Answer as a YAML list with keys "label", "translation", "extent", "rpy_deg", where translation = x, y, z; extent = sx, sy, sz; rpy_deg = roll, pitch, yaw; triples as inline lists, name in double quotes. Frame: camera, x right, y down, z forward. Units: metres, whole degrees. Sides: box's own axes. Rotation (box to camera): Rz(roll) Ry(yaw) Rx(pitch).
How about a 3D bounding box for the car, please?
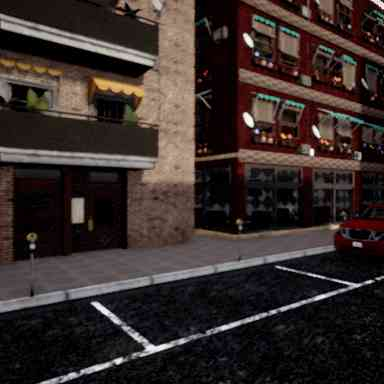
- label: "car"
  translation: [7.099, 1.279, 11.621]
  extent: [5.009, 1.841, 2.192]
  rpy_deg: [0, 0, -35]
